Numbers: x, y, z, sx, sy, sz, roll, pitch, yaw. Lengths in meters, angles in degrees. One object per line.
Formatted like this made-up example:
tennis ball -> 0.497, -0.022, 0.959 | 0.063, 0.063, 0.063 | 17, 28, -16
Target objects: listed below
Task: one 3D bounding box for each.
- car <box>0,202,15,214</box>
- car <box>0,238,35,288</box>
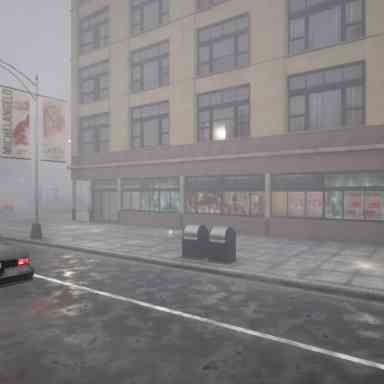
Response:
car -> -20.498, 1.352, 33.742 | 2.097, 1.767, 4.553 | 0, 0, 35
car -> -6.030, 1.547, 8.165 | 5.357, 1.411, 2.033 | 0, 0, 35
